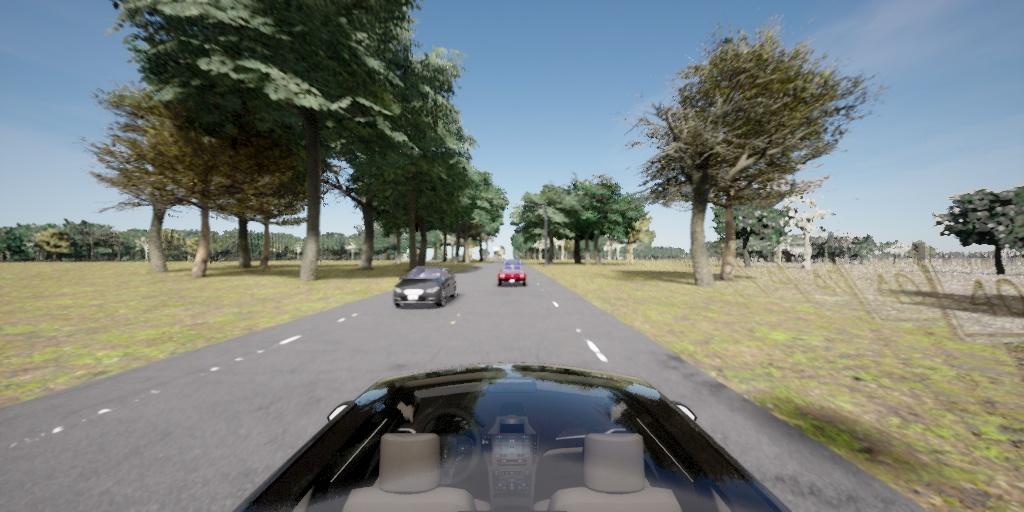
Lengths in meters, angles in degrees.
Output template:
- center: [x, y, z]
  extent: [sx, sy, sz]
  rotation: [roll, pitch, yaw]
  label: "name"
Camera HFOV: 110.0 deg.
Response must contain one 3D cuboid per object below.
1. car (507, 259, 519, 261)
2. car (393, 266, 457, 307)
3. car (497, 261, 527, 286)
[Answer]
- center: [0.085, 1.074, 42.083]
  extent: [1.882, 1.535, 5.008]
  rotation: [0, 0, 0]
  label: "car"
- center: [-3.503, 1.194, 15.150]
  extent: [2.128, 1.511, 4.902]
  rotation: [0, 0, 0]
  label: "car"
- center: [0.023, 1.247, 24.262]
  extent: [1.895, 1.301, 4.718]
  rotation: [0, 0, 0]
  label: "car"
